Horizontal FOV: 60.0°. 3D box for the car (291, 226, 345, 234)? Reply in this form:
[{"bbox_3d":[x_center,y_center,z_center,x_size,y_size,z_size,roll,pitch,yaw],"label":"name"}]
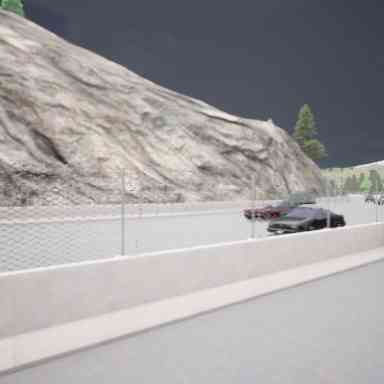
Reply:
[{"bbox_3d":[6.372,1.560,17.999,5.357,1.411,2.033,0,0,-40],"label":"car"}]
